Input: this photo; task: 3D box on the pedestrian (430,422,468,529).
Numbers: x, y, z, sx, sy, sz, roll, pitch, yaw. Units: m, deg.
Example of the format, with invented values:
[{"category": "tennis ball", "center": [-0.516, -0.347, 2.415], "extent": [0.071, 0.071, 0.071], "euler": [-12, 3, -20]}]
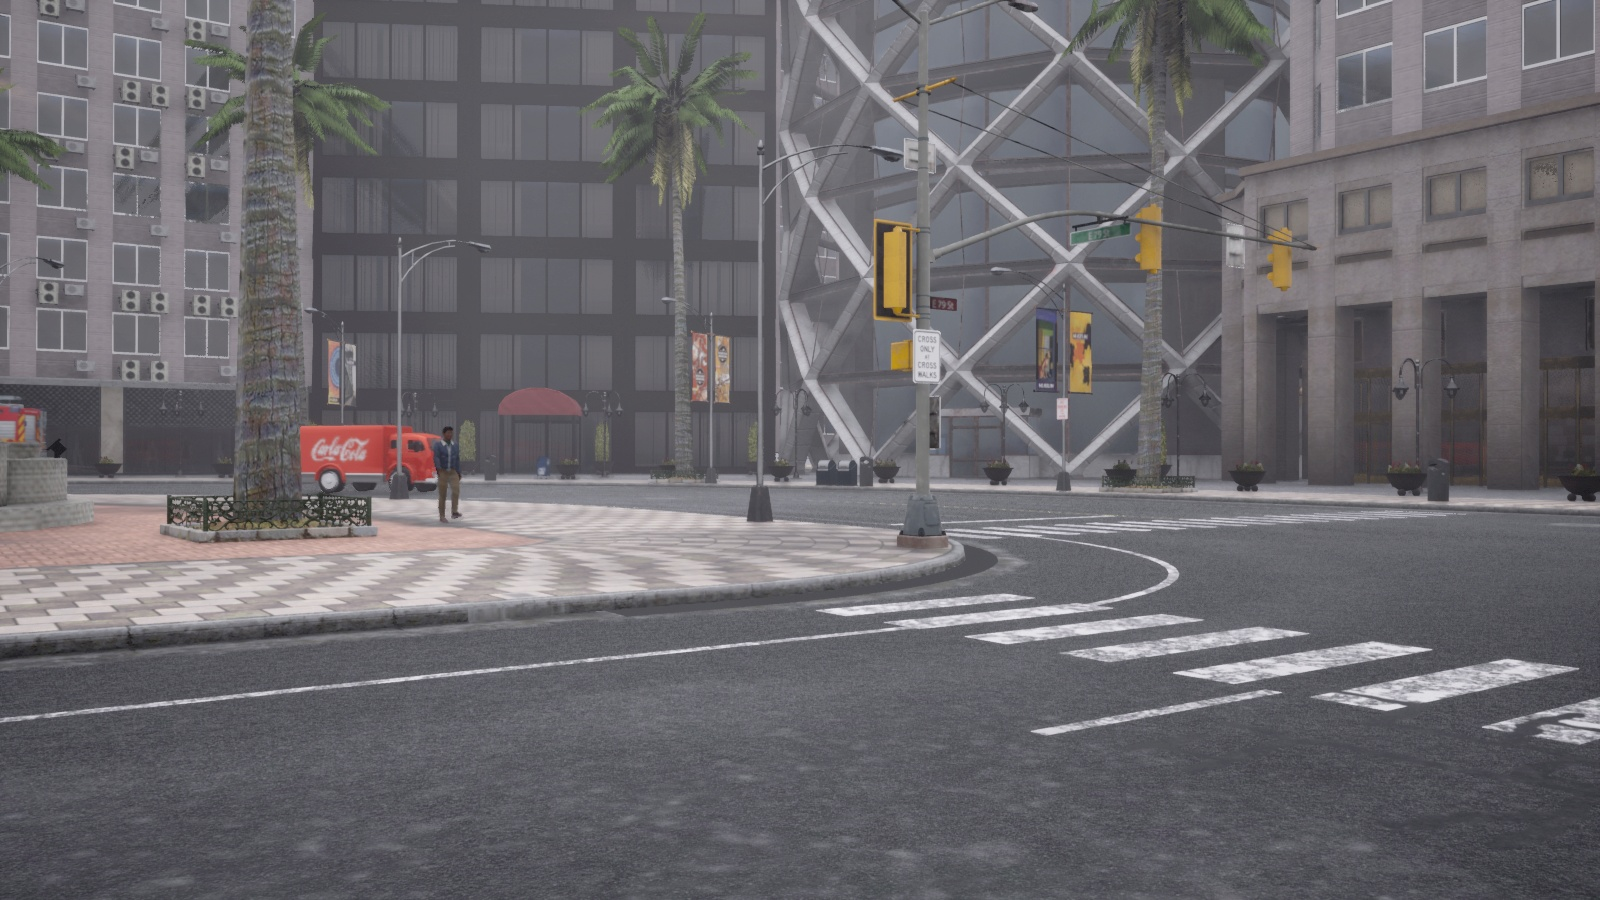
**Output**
[{"category": "pedestrian", "center": [-6.518, 0.472, 23.324], "extent": [0.423, 1.949, 0.788], "euler": [0, 0, -36]}]

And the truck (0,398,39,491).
[{"category": "truck", "center": [-37.066, -0.213, 52.535], "extent": [8.468, 3.827, 2.891], "euler": [0, 0, -12]}]

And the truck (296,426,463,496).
[{"category": "truck", "center": [-15.378, 0.403, 46.031], "extent": [5.204, 2.467, 2.627], "euler": [0, 0, 13]}]
